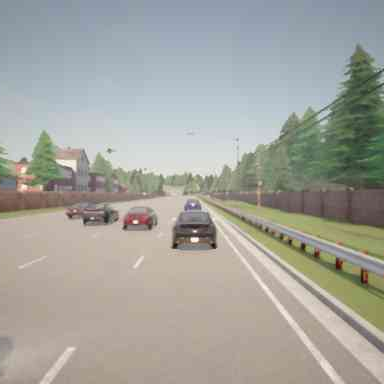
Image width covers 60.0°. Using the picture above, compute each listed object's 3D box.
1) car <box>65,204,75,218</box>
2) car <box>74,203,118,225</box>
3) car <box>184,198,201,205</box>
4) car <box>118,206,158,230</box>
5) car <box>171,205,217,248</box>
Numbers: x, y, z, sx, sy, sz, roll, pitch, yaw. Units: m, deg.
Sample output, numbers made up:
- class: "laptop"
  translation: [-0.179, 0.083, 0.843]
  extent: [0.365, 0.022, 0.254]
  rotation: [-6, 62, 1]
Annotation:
- class: "car"
  translation: [-10.397, 1.733, 32.019]
  extent: [2.033, 1.411, 5.357]
  rotation: [0, 0, 0]
- class: "car"
  translation: [-6.897, 1.640, 25.464]
  extent: [2.128, 1.511, 4.902]
  rotation: [0, 0, 0]
- class: "car"
  translation: [0.107, 1.593, 41.910]
  extent: [2.097, 1.767, 4.553]
  rotation: [0, 0, 0]
- class: "car"
  translation: [-3.399, 1.655, 22.315]
  extent: [1.812, 1.442, 4.674]
  rotation: [0, 0, 0]
- class: "car"
  translation: [0.103, 1.595, 15.271]
  extent: [1.837, 1.490, 4.892]
  rotation: [0, 0, 0]
